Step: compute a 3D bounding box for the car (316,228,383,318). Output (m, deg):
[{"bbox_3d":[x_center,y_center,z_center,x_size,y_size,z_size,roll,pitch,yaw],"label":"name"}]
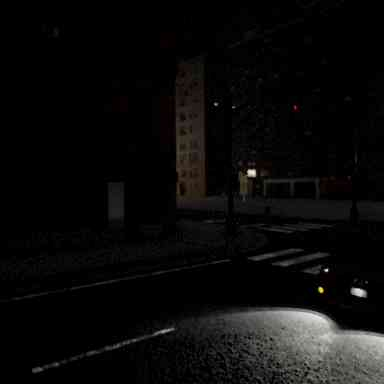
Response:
[{"bbox_3d":[4.389,1.439,6.685,4.181,1.385,1.994,-2,1,-35],"label":"car"}]
